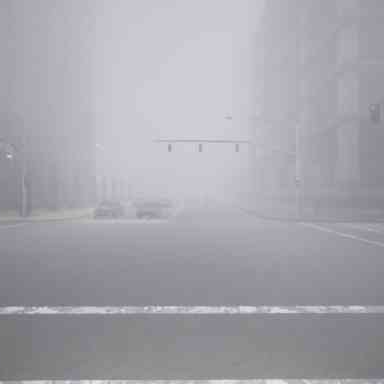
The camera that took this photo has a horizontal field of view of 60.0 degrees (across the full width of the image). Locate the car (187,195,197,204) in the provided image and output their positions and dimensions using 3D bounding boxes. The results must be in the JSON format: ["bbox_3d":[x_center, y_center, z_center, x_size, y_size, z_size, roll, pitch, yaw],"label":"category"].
[{"bbox_3d":[0.009,1.488,64.309,2.128,1.511,4.902,0,0,0],"label":"car"}]

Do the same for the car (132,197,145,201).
[{"bbox_3d":[-7.090,1.502,45.927,1.837,1.490,4.892,0,0,0],"label":"car"}]

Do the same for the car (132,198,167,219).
[{"bbox_3d":[-3.596,1.546,28.986,2.033,1.411,5.357,0,0,0],"label":"car"}]

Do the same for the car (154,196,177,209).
[{"bbox_3d":[-3.593,1.545,45.695,2.033,1.411,5.357,0,0,0],"label":"car"}]

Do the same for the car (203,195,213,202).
[{"bbox_3d":[3.511,1.504,73.695,1.812,1.442,4.674,0,0,0],"label":"car"}]

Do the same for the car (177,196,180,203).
[{"bbox_3d":[-3.501,1.475,67.534,1.882,1.535,5.008,0,0,0],"label":"car"}]

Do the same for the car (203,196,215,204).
[{"bbox_3d":[3.510,1.488,64.620,2.128,1.511,4.902,0,0,0],"label":"car"}]

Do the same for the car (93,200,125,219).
[{"bbox_3d":[-7.096,1.503,28.822,1.837,1.490,4.892,0,0,0],"label":"car"}]

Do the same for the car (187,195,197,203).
[{"bbox_3d":[0.011,1.505,73.696,2.128,1.511,4.902,0,0,0],"label":"car"}]
